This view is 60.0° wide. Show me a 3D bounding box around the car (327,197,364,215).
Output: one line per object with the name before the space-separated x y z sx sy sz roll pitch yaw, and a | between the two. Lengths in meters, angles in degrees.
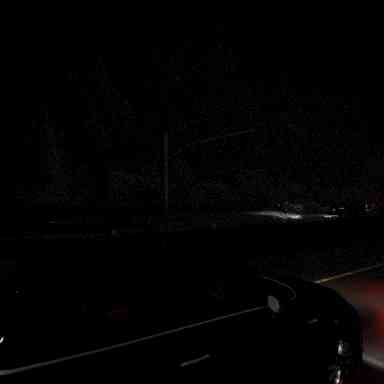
car | 15.086 1.402 32.251 4.892 1.490 1.837 0 0 -36

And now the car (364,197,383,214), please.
car | 17.959 1.244 30.014 4.553 1.767 2.097 0 0 -36

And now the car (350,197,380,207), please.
car | 25.057 1.393 48.177 4.718 1.301 1.895 0 0 -36

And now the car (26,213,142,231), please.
car | -4.097 1.595 13.979 4.718 1.301 1.895 0 0 -36

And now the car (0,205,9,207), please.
car | -13.090 1.506 20.450 4.892 1.490 1.837 0 0 -36

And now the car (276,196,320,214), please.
car | 11.019 1.437 33.601 4.674 1.442 1.812 0 0 -36

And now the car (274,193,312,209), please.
car | 11.919 1.111 38.606 5.566 2.045 2.150 0 0 -36

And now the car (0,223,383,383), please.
car | -0.107 1.351 3.668 4.553 1.767 2.097 0 0 -36

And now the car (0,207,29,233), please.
car | -8.474 1.563 15.149 4.181 1.385 1.994 0 0 -36

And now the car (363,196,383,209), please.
car | 24.494 1.338 43.438 4.674 1.442 1.812 0 0 -36
